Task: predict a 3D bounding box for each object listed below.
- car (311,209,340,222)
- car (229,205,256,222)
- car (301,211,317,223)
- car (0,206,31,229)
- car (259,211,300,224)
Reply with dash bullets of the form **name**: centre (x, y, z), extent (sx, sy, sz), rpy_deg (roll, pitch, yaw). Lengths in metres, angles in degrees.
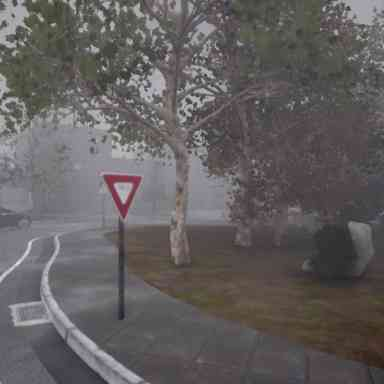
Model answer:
- **car**: centre (21.926, 3.834, 54.602), extent (5.566, 2.045, 2.150), rpy_deg (3, -2, -42)
- **car**: centre (6.963, 2.757, 41.104), extent (5.566, 2.045, 2.150), rpy_deg (5, -3, -41)
- **car**: centre (17.827, 3.782, 46.646), extent (4.892, 1.490, 1.837), rpy_deg (4, -3, -41)
- **car**: centre (-11.340, 1.501, 18.841), extent (1.837, 1.490, 4.892), rpy_deg (-2, -1, 15)
- **car**: centre (10.392, 3.133, 39.926), extent (5.008, 1.535, 1.882), rpy_deg (5, -3, -42)
